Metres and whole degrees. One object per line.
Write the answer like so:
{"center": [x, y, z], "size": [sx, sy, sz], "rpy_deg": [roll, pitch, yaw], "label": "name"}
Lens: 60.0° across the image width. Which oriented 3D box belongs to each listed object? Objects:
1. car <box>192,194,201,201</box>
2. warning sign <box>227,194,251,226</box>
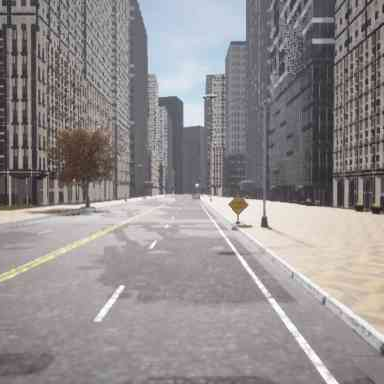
{"center": [1.133, 1.363, 86.598], "size": [2.097, 1.767, 4.553], "rpy_deg": [0, 0, 0], "label": "car"}
{"center": [2.865, 1.084, 20.605], "size": [1.300, 1.860, 1.060], "rpy_deg": [1, 1, 0], "label": "warning sign"}
